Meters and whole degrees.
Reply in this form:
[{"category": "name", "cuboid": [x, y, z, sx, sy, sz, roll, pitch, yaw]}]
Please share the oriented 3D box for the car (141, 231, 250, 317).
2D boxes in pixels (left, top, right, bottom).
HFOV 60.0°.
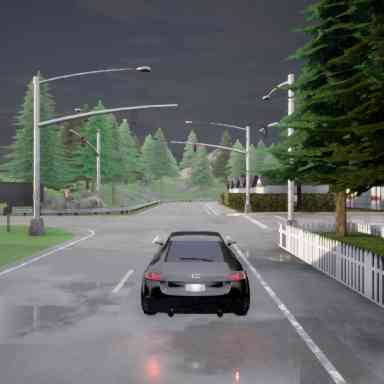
[{"category": "car", "cuboid": [0.075, 1.564, 7.553, 1.994, 1.385, 4.181, 0, 0, 1]}]
